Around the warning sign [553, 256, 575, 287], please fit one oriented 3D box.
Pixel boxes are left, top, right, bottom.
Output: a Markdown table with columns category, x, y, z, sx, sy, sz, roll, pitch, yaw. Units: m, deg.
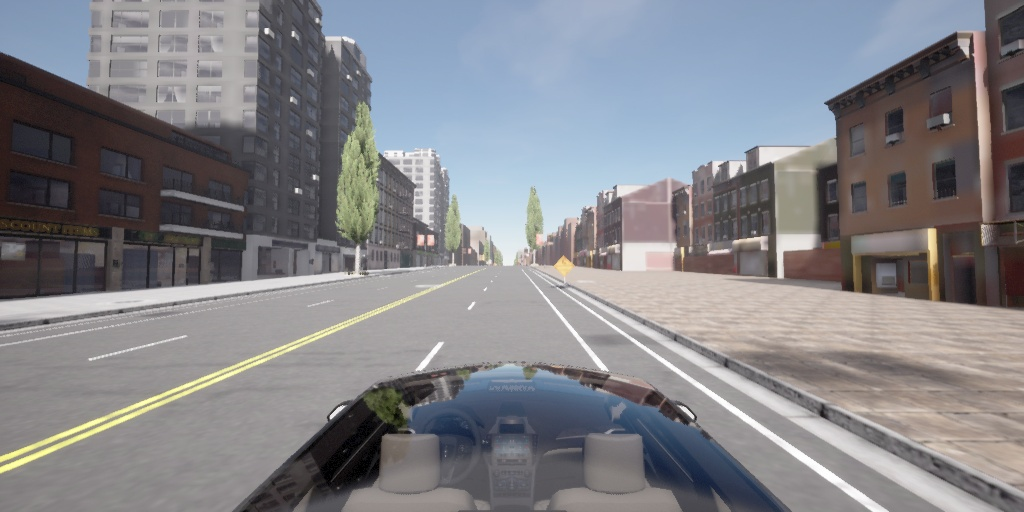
| category | x | y | z | sx | sy | sz | roll | pitch | yaw |
| --- | --- | --- | --- | --- | --- | --- | --- | --- | --- |
| warning sign | 3.225 | 0.899 | 21.874 | 1.300 | 1.860 | 1.060 | 0 | 0 | 0 |
